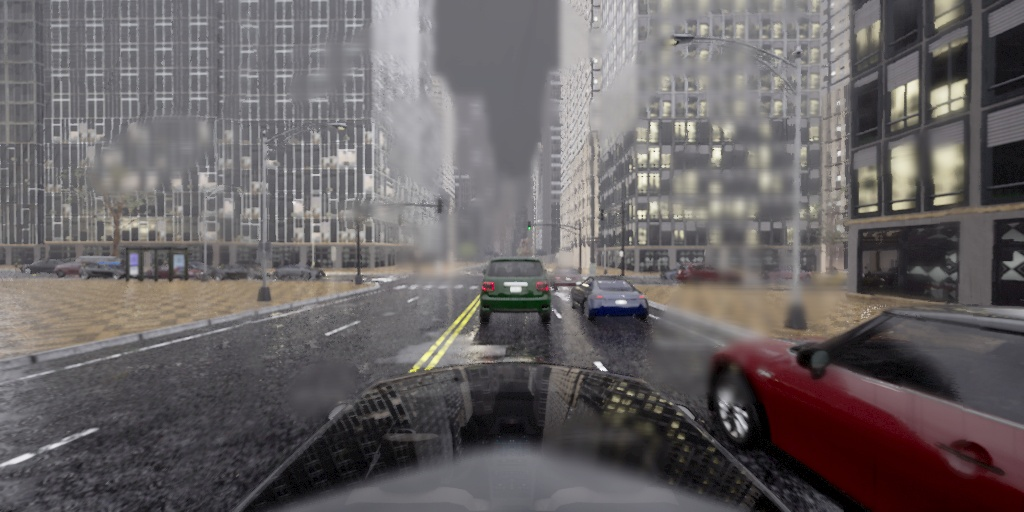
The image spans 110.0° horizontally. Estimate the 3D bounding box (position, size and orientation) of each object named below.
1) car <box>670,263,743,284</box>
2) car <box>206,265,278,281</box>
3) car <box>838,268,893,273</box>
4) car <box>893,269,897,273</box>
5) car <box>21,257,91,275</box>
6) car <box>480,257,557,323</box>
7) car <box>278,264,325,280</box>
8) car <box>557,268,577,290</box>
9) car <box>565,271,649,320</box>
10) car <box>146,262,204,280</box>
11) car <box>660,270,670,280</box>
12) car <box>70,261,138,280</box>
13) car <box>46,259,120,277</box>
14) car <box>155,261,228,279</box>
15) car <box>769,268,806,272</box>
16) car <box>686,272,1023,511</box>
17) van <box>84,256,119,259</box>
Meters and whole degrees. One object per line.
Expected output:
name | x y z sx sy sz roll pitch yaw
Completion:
car | 16.214 1.526 29.590 5.009 1.841 2.192 0 0 1
car | -22.710 1.436 30.150 4.313 1.339 1.948 0 0 1
car | 27.662 1.834 29.384 4.829 1.417 1.751 0 0 1
car | 33.132 1.939 29.286 4.207 1.307 1.802 0 0 1
car | -46.723 1.118 36.569 4.892 1.490 1.837 1 0 1
car | 0.109 1.064 12.694 2.150 2.045 5.566 0 -1 0
car | -19.441 1.444 32.794 4.181 1.385 1.994 1 0 1
car | 3.680 1.512 24.254 2.033 1.411 5.357 -1 -1 5
car | 3.361 1.412 13.056 1.994 1.385 4.181 0 -1 0
car | -28.394 1.401 30.287 4.207 1.307 1.802 0 0 1
car | 16.901 1.741 35.360 4.181 1.385 1.994 0 0 1
car | -34.075 1.334 30.465 4.313 1.339 1.948 0 0 1
car | -39.483 1.227 33.224 4.674 1.442 1.812 1 0 2
car | -29.411 1.283 33.004 4.902 1.511 2.128 1 0 1
car | 26.894 1.827 35.187 4.181 1.385 1.994 0 0 1
car | 3.348 1.109 2.389 2.097 1.767 4.553 0 0 0
van | -45.260 0.949 39.136 3.998 1.789 1.690 0 0 1
